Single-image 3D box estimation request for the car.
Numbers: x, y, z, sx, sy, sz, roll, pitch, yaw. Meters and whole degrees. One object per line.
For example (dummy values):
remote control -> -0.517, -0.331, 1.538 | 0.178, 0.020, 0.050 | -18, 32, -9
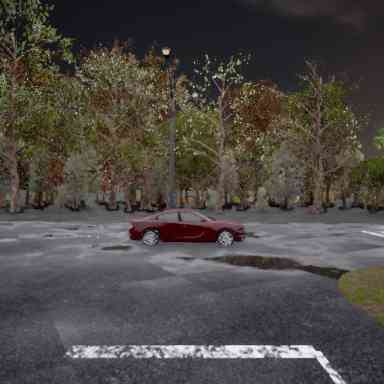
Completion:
car -> -0.231, 1.477, 14.366 | 5.008, 1.535, 1.882 | 0, 0, 0
